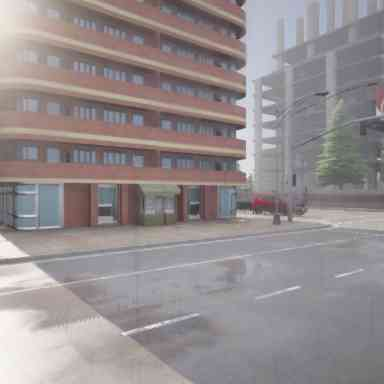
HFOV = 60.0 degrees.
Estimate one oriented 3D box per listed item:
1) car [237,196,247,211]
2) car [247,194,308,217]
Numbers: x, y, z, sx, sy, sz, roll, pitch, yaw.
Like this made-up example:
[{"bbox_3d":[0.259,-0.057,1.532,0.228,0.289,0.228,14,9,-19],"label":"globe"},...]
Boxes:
[{"bbox_3d":[7.401,1.351,38.901,2.097,1.767,4.553,0,0,-36],"label":"car"},{"bbox_3d":[8.275,1.221,31.783,2.150,2.045,5.566,0,0,-36],"label":"car"}]
